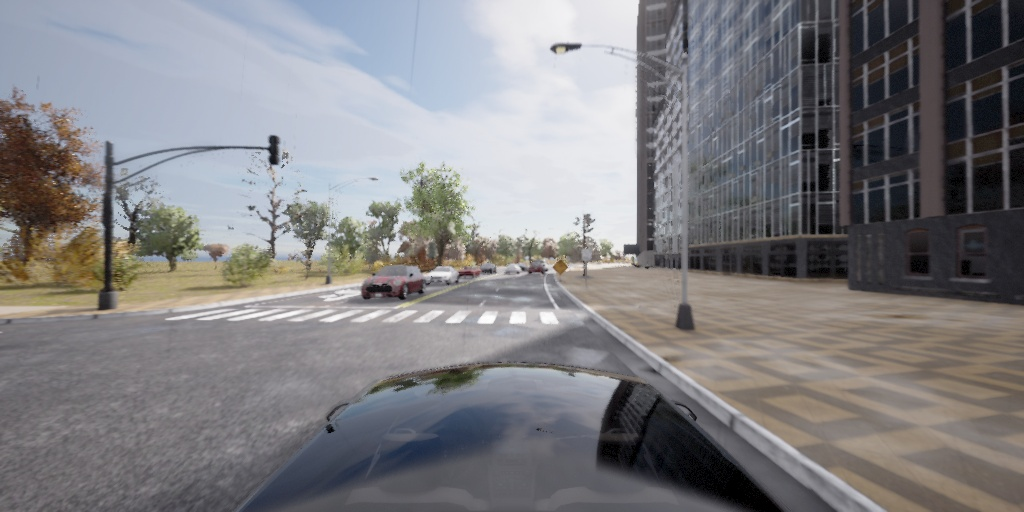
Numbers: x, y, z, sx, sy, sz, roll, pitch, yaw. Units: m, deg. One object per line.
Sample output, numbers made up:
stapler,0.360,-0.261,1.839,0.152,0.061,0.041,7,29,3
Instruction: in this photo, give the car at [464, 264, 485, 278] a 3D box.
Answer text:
car,-4.643,1.745,39.256,1.895,1.301,4.718,0,-1,6

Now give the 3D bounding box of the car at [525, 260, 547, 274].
car,3.481,1.649,50.739,2.097,1.767,4.553,0,-1,8

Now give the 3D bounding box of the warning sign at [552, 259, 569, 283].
warning sign,3.837,1.167,28.428,1.300,1.860,1.060,0,0,4

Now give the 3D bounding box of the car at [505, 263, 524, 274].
car,0.189,1.810,50.623,1.812,1.442,4.674,0,-1,7

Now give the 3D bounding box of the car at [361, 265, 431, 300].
car,-6.142,1.271,19.039,2.097,1.767,4.553,0,-1,3

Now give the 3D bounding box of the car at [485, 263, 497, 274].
car,-3.330,1.745,50.140,1.882,1.535,5.008,0,-1,8

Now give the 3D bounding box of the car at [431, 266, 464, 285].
car,-5.533,1.556,29.140,1.812,1.442,4.674,0,-1,4
